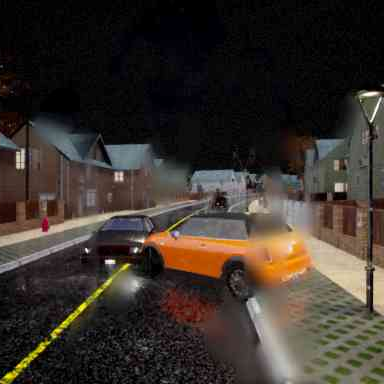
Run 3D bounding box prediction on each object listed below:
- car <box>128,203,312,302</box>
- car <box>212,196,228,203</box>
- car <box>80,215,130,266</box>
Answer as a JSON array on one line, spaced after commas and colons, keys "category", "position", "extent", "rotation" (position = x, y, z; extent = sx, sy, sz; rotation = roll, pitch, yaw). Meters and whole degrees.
[{"category": "car", "position": [0.597, 1.308, 8.630], "extent": [2.097, 1.767, 4.553], "rotation": [-3, 0, -43]}, {"category": "car", "position": [3.703, 1.280, 44.136], "extent": [1.812, 1.442, 4.674], "rotation": [0, 1, 11]}, {"category": "car", "position": [-2.249, 1.531, 11.819], "extent": [2.033, 1.411, 5.357], "rotation": [0, 0, 0]}]
